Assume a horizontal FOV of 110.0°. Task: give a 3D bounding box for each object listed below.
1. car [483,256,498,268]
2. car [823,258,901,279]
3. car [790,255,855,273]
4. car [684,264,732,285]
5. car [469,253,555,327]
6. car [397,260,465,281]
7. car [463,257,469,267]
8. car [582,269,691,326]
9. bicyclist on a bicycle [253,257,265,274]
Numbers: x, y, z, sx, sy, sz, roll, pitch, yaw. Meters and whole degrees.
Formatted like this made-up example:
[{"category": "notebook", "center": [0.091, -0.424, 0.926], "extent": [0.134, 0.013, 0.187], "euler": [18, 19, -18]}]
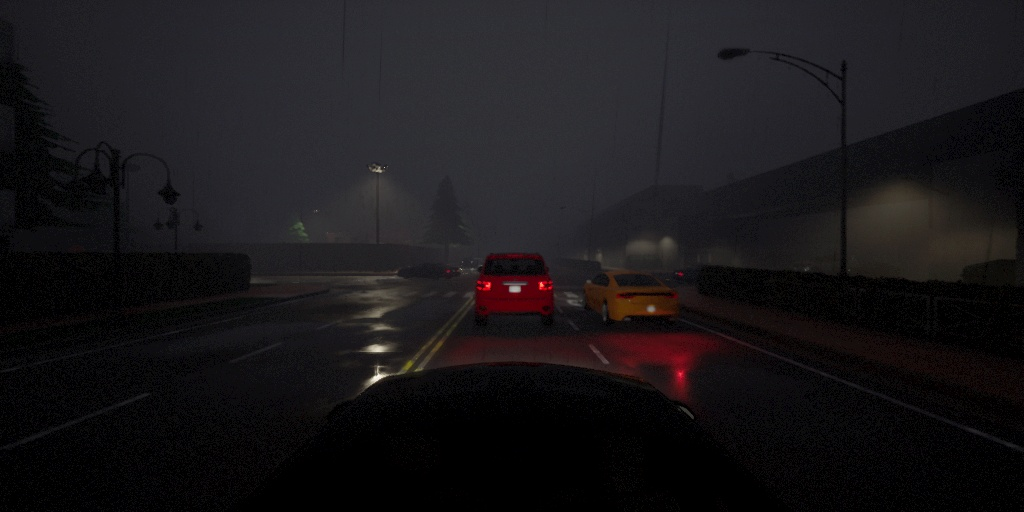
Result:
[{"category": "car", "center": [-3.333, 0.967, 56.017], "extent": [2.097, 1.767, 4.553], "euler": [0, 0, 1]}, {"category": "car", "center": [30.502, 1.156, 31.028], "extent": [5.008, 1.535, 1.882], "euler": [0, 0, 0]}, {"category": "car", "center": [30.048, 0.890, 34.529], "extent": [5.566, 2.045, 2.150], "euler": [0, 0, 0]}, {"category": "car", "center": [13.799, 1.241, 24.353], "extent": [5.357, 1.411, 2.033], "euler": [0, 0, 6]}, {"category": "car", "center": [0.050, 0.942, 11.600], "extent": [2.150, 2.045, 5.566], "euler": [0, -1, -1]}, {"category": "car", "center": [-6.822, 1.227, 29.252], "extent": [5.357, 1.411, 2.033], "euler": [0, 0, 27]}, {"category": "car", "center": [-6.828, 0.966, 56.414], "extent": [2.097, 1.767, 4.553], "euler": [0, 0, 1]}, {"category": "car", "center": [3.574, 1.203, 11.654], "extent": [1.882, 1.535, 5.008], "euler": [0, 0, 0]}, {"category": "bicyclist on a bicycle", "center": [-25.209, 0.951, 35.726], "extent": [0.582, 1.620, 1.656], "euler": [0, 0, 0]}]
